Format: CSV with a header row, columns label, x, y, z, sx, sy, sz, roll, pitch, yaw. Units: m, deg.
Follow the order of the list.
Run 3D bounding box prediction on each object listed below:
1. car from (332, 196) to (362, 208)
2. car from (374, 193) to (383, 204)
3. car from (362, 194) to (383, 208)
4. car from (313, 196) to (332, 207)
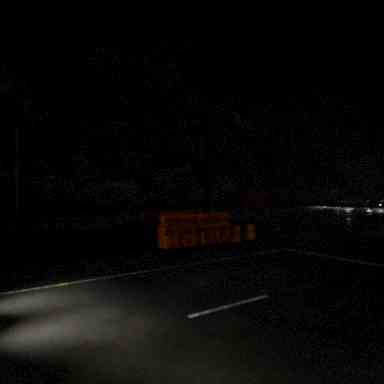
label,x,y,z,sx,sy,sz,roll,pitch,yaw
car,21.547,1.327,45.185,4.674,1.442,1.812,-1,1,-36
car,34.103,1.062,58.370,4.553,1.767,2.097,0,0,-35
car,24.552,1.148,43.036,4.553,1.767,2.097,0,0,-35
car,19.808,1.346,48.252,5.357,1.411,2.033,0,0,-35
